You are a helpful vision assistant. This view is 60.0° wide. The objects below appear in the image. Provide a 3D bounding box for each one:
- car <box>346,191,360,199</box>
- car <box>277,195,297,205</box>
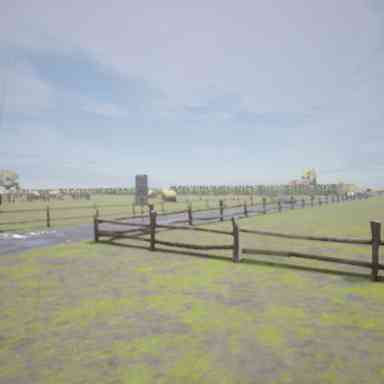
[{"bbox_3d":[37.047,0.777,77.419,1.812,1.442,4.674,-1,0,35],"label":"car"},{"bbox_3d":[14.219,1.186,49.758,1.994,1.385,4.181,-1,0,35],"label":"car"}]
